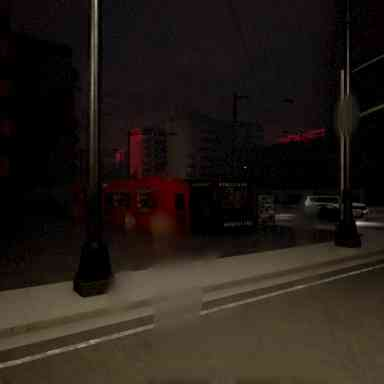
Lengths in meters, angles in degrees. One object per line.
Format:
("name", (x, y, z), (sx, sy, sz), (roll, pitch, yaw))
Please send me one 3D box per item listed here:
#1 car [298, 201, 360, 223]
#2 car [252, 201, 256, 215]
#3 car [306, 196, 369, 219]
("car", (10.717, 1.665, 26.814), (1.994, 1.385, 4.181), (0, -1, -36))
("car", (5.385, 1.685, 34.184), (1.882, 1.535, 5.008), (0, -1, -36))
("car", (12.782, 1.339, 29.937), (2.150, 2.045, 5.566), (0, -1, -36))
